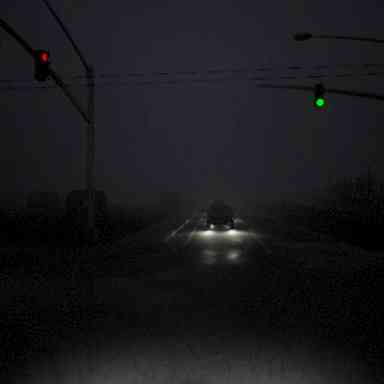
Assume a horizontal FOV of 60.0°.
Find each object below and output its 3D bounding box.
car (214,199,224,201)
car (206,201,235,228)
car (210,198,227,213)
[{"bbox_3d":[2.776,1.814,33.891,1.837,1.490,4.892,0,-1,5],"label":"car"},{"bbox_3d":[2.064,1.691,24.425,1.882,1.535,5.008,0,-1,4],"label":"car"},{"bbox_3d":[3.520,1.760,43.727,2.097,1.767,4.553,0,-1,4],"label":"car"}]
